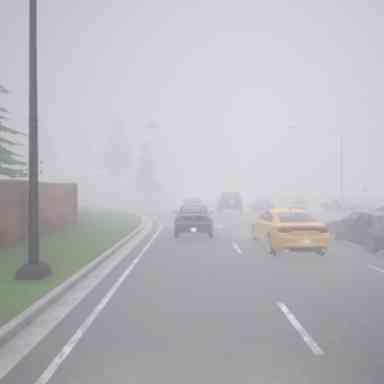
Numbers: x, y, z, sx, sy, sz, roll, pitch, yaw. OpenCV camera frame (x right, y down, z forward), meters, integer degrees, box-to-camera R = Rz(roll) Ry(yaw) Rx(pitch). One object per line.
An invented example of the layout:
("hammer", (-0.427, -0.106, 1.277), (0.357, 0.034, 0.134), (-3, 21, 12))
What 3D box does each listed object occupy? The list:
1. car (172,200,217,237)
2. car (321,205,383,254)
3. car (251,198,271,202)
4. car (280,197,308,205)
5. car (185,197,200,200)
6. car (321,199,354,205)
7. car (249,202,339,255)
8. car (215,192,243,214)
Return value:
("car", (0.074, 1.378, 17.004), (1.837, 1.490, 4.892), (0, 0, 0))
("car", (7.080, 1.451, 12.941), (2.033, 1.411, 5.357), (0, 0, 0))
("car", (7.049, 1.313, 33.827), (1.994, 1.385, 4.181), (0, 0, 0))
("car", (10.548, 1.219, 34.895), (1.882, 1.535, 5.008), (0, 0, 0))
("car", (0.050, 1.258, 33.375), (1.837, 1.490, 4.892), (0, 0, 0))
("car", (14.052, 1.365, 31.783), (1.895, 1.301, 4.718), (0, 0, 0))
("car", (3.580, 1.382, 12.888), (1.882, 1.535, 5.008), (0, 0, 0))
("car", (3.551, 0.981, 32.462), (2.150, 2.045, 5.566), (0, 0, 0))
